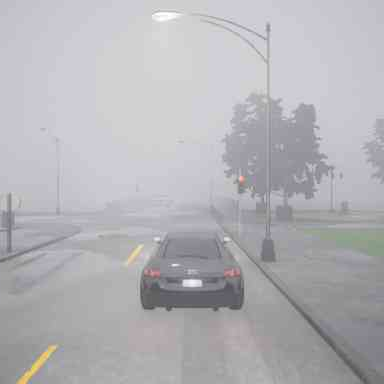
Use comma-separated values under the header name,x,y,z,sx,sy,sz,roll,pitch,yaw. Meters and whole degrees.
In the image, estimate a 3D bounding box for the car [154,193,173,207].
name,x,y,z,sx,sy,sz,roll,pitch,yaw
car,-4.504,1.221,51.042,2.150,2.045,5.566,0,0,-1

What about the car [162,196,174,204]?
name,x,y,z,sx,sy,sz,roll,pitch,yaw
car,-4.551,1.547,63.766,2.033,1.411,5.357,0,0,0

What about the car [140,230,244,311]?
name,x,y,z,sx,sy,sz,roll,pitch,yaw
car,0.002,1.564,7.826,1.994,1.385,4.181,0,0,0
